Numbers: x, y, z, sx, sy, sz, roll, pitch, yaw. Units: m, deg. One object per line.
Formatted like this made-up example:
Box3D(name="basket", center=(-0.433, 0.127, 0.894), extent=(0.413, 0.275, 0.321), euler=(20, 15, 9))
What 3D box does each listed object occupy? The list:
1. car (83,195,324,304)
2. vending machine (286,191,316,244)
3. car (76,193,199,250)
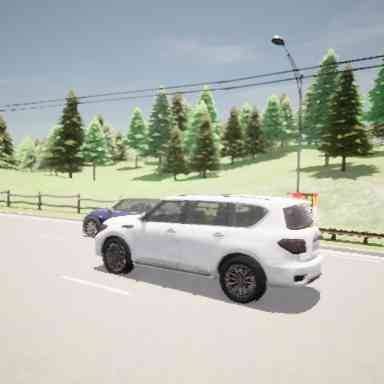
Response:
Box3D(name="car", center=(0.199, 1.061, 8.012), extent=(5.566, 2.045, 2.150), euler=(2, 1, 32))
Box3D(name="vending machine", center=(4.631, 1.031, 14.052), extent=(0.880, 2.100, 1.100), euler=(2, 1, 33))
Box3D(name="car", center=(-2.243, 1.012, 13.393), extent=(4.553, 1.767, 2.097), euler=(2, 1, 31))
